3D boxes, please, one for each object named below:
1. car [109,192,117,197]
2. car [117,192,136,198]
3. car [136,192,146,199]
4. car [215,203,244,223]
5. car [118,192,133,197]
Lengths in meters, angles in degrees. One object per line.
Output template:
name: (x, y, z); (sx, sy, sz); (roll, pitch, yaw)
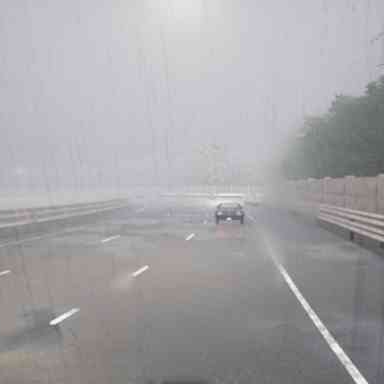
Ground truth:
car: (-21.599, 0.765, 91.471); (1.994, 1.385, 4.181); (0, 1, -37)
car: (-16.422, 0.936, 83.018); (1.994, 1.385, 4.181); (0, 1, -31)
car: (-13.300, 0.891, 84.598); (2.128, 1.511, 4.902); (0, 1, -31)
car: (2.647, 1.416, 23.748); (1.895, 1.301, 4.718); (0, 0, 6)
car: (-18.719, 0.731, 93.458); (2.033, 1.411, 5.357); (0, 1, -37)
